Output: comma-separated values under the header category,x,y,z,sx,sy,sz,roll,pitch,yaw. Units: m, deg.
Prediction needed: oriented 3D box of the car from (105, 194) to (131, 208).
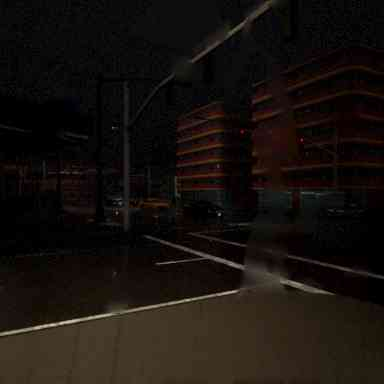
category,x,y,z,sx,sy,sz,roll,pitch,yaw
car,-11.182,1.492,48.618,2.128,1.511,4.902,0,0,-30

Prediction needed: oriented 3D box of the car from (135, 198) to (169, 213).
category,x,y,z,sx,sy,sz,roll,pitch,yaw
car,-4.230,1.478,36.777,1.882,1.535,5.008,0,0,-30

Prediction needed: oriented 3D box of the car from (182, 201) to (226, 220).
category,x,y,z,sx,sy,sz,roll,pitch,yaw
car,0.897,1.491,28.056,2.128,1.511,4.902,0,0,-30

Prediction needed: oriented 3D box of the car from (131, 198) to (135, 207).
category,x,y,z,sx,sy,sz,roll,pitch,yaw
car,-9.172,1.601,52.470,1.895,1.301,4.718,0,0,-30

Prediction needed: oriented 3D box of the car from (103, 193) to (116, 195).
category,x,y,z,sx,sy,sz,roll,pitch,yaw
car,-14.251,1.352,61.102,2.097,1.767,4.553,0,0,-30
